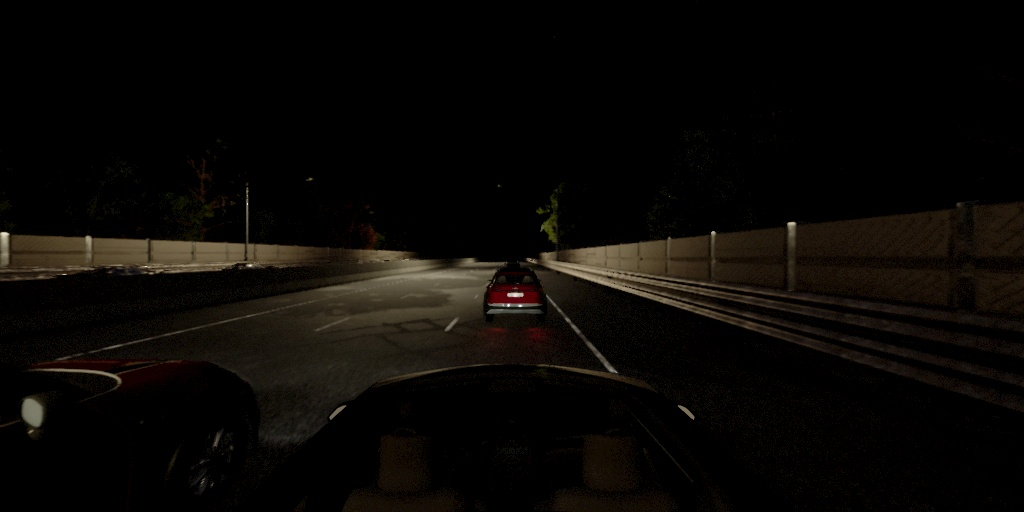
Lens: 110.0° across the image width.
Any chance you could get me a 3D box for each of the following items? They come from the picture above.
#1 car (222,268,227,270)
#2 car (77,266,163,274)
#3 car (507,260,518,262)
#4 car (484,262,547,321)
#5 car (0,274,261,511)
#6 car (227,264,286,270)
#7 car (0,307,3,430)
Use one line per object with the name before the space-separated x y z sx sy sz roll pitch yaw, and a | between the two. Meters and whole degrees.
car | -21.059 1.302 28.089 2.033 1.411 5.357 0 0 0
car | -24.592 1.301 22.032 2.033 1.411 5.357 0 0 0
car | 0.089 1.265 42.852 1.837 1.490 4.892 0 0 0
car | 0.097 1.183 12.530 2.033 1.649 4.856 0 0 0
car | -3.405 1.103 1.457 2.097 1.767 4.553 0 0 0
car | -17.574 1.356 25.908 1.895 1.301 4.718 0 0 0
car | -6.900 1.297 1.469 2.033 1.411 5.357 0 0 0
